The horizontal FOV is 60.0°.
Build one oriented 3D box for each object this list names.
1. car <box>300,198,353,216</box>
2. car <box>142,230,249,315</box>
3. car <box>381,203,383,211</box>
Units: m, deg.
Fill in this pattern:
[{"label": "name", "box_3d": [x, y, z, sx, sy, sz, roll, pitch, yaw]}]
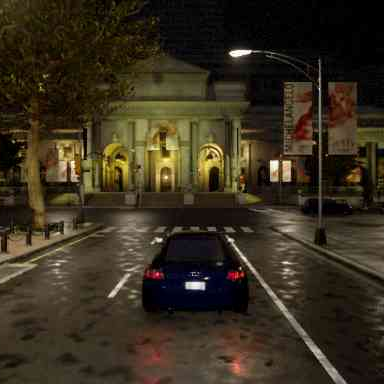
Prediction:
[{"label": "car", "box_3d": [12.717, 1.353, 31.523, 4.553, 1.767, 2.097, 0, 0, 0]}, {"label": "car", "box_3d": [0.073, 1.564, 7.676, 1.994, 1.385, 4.181, 0, 0, 0]}, {"label": "car", "box_3d": [22.557, 1.505, 34.971, 4.892, 1.490, 1.837, 0, 0, 0]}]
